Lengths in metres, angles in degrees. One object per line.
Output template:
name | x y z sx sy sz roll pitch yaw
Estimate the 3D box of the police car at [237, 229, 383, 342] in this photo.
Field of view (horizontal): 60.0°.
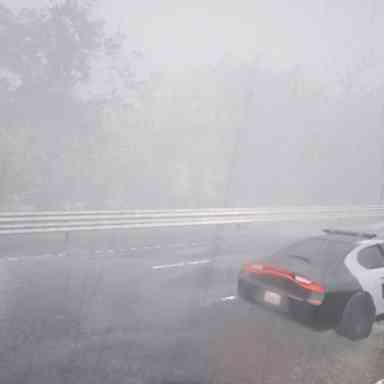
police car | 3.373 1.560 6.660 4.974 1.542 2.038 0 0 -31
